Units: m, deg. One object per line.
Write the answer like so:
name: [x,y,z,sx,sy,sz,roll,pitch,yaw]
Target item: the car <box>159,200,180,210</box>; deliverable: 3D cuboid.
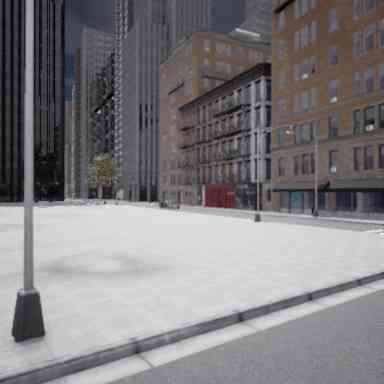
car: [-3.338,1.868,48.922,2.128,1.511,4.902,0,-1,-26]
